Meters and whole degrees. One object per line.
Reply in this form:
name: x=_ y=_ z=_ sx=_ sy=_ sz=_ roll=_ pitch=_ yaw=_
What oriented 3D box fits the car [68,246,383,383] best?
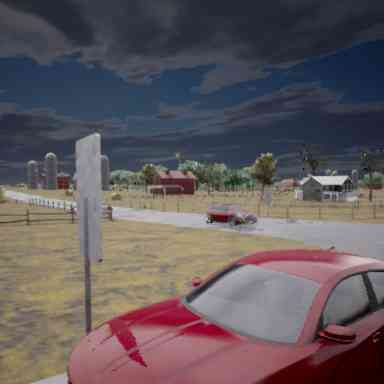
car: x=1.168 y=1.474 z=3.848 sx=5.008 sy=1.535 sz=1.882 roll=0 pitch=0 yaw=-37

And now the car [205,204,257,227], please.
car: x=3.099 y=1.751 z=26.864 sx=2.097 sy=1.767 sz=4.553 roll=-1 pitch=0 yaw=-36

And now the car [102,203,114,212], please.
car: x=-13.351 y=2.337 z=49.828 sx=1.895 sy=1.301 sz=4.718 roll=-1 pitch=1 yaw=-35
